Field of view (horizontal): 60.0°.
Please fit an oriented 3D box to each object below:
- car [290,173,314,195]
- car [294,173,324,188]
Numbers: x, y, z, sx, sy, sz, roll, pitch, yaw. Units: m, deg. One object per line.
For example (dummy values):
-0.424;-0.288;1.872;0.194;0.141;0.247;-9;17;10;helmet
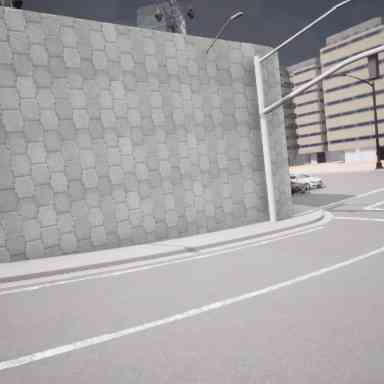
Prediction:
7.355;-0.459;27.866;1.812;1.442;4.674;-10;6;-35;car
9.708;-0.975;30.508;1.812;1.442;4.674;-10;6;-35;car
